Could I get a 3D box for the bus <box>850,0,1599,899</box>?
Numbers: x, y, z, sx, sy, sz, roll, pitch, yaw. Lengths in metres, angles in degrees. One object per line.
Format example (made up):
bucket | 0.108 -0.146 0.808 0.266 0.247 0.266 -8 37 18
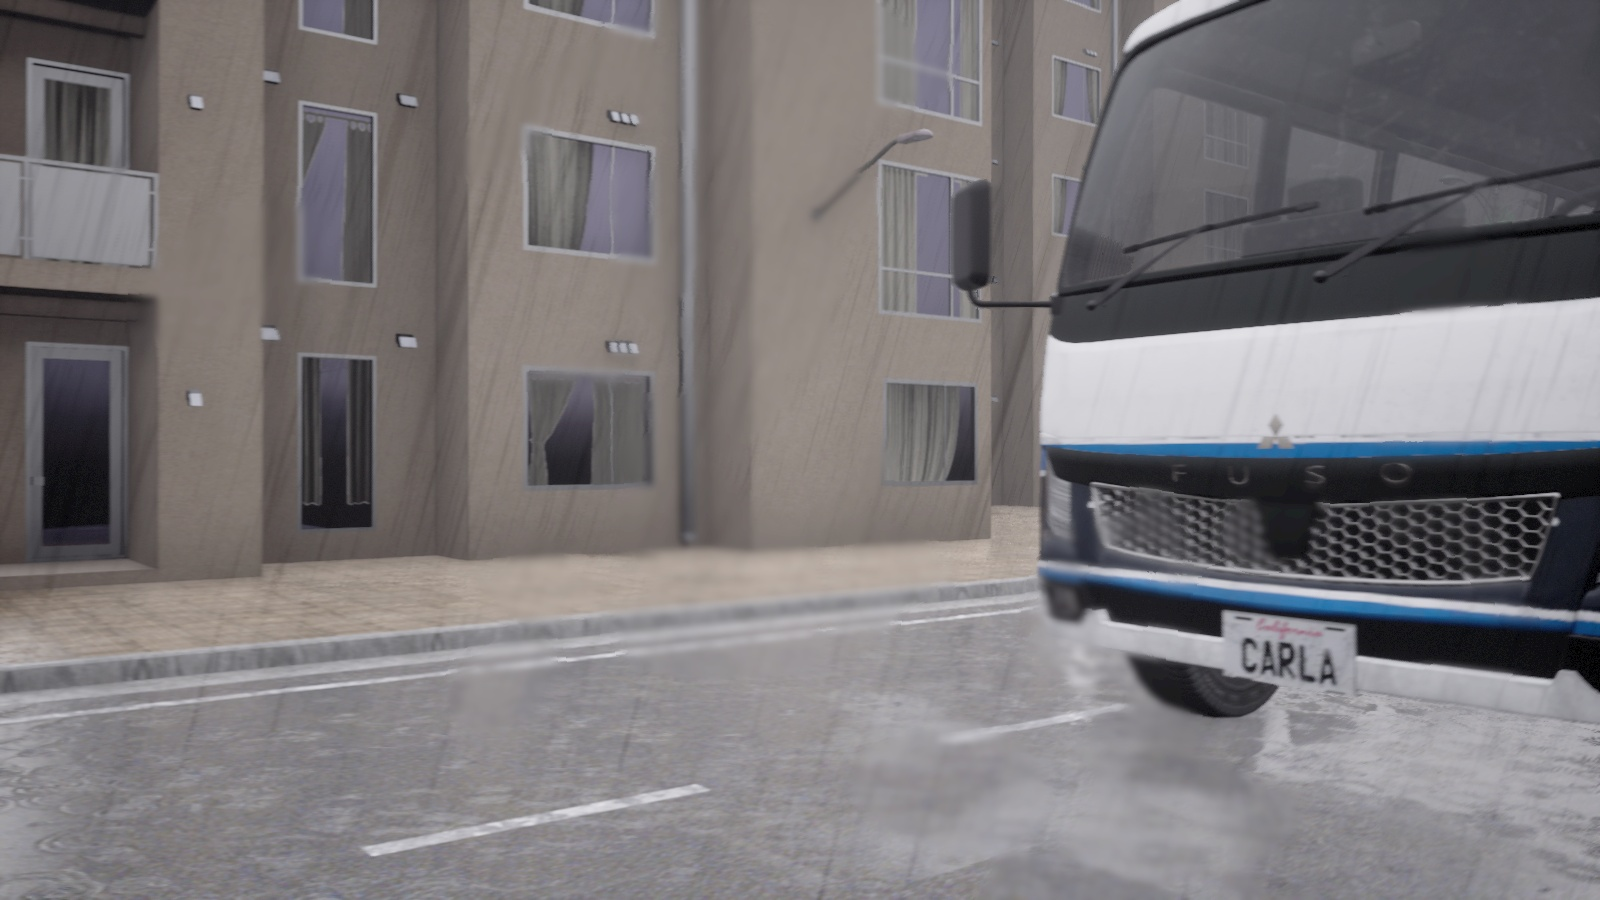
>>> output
bus | 5.536 -0.621 7.986 10.273 4.253 3.944 0 0 -38
